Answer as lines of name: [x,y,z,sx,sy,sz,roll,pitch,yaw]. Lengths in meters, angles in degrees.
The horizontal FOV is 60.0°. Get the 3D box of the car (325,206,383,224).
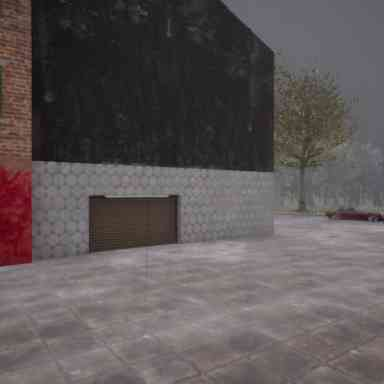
car: [13.147,1.766,26.238,1.895,1.301,4.718,0,-1,-35]
